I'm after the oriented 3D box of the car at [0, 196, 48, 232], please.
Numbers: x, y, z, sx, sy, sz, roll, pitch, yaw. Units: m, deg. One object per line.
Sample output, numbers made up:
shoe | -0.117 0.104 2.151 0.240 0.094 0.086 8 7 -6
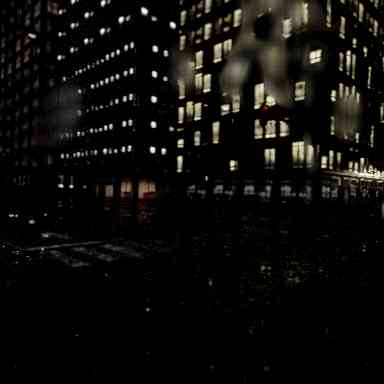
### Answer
car | -8.681 0.954 16.189 2.128 1.511 4.902 1 1 -45
